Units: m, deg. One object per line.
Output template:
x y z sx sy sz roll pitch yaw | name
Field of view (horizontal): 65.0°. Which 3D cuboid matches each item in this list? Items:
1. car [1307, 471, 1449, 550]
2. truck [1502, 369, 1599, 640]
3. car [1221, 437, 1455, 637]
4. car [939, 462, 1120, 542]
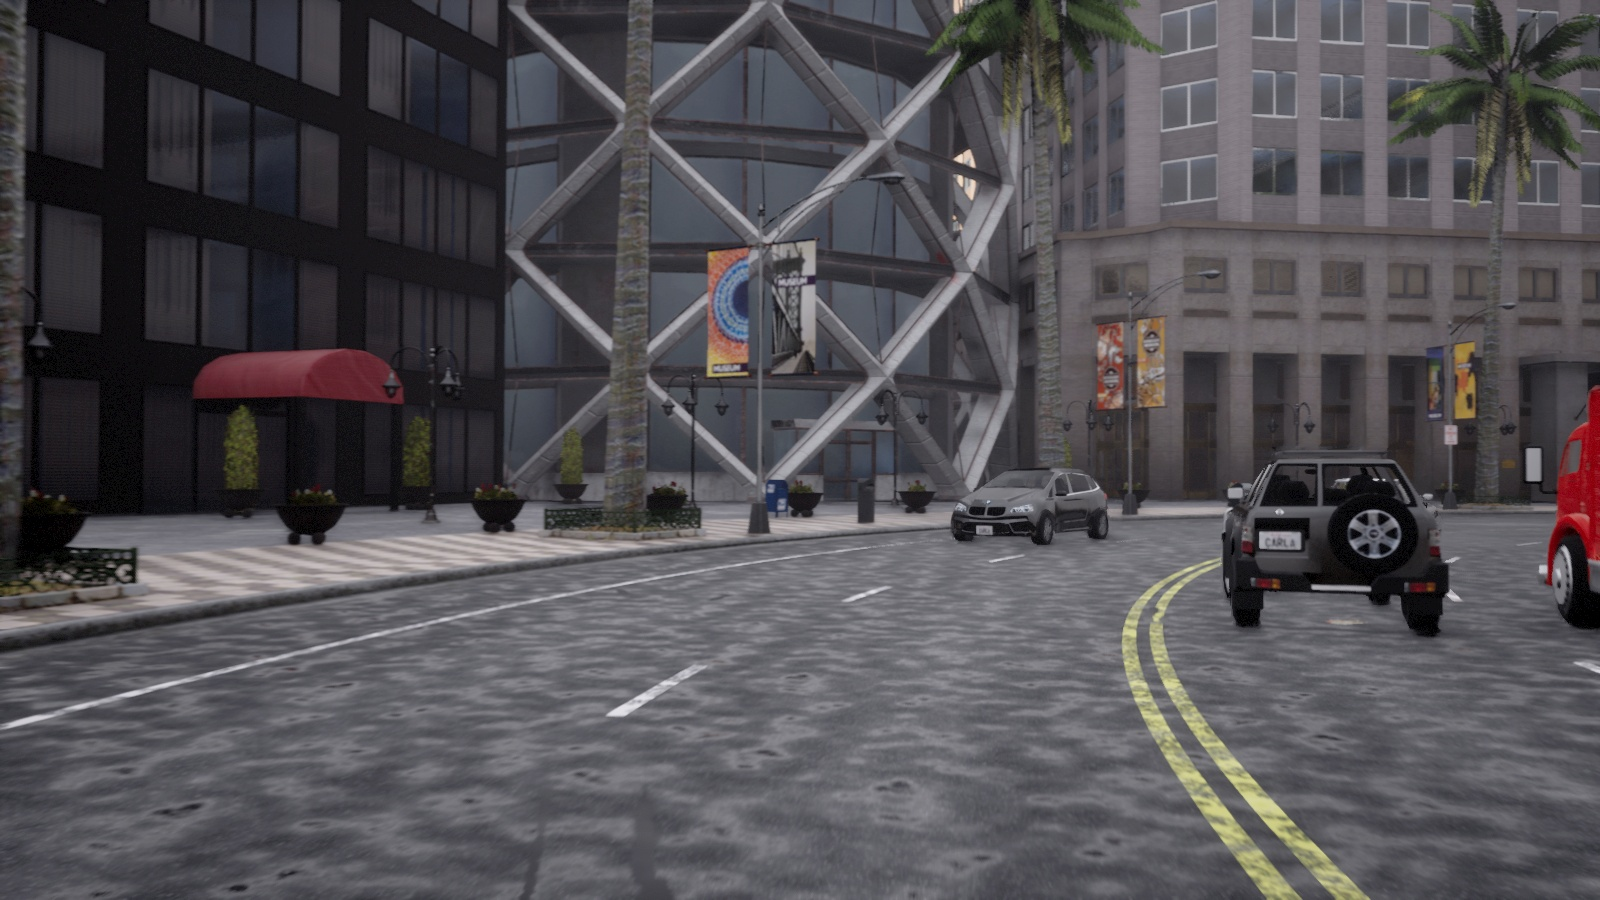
11.886 1.175 25.717 1.970 1.475 3.806 -1 -1 35 | car
8.684 0.496 11.595 2.627 2.467 5.204 -1 -1 15 | truck
5.813 0.850 14.107 1.932 1.855 4.605 -1 -1 17 | car
5.313 1.123 28.639 2.242 1.667 4.611 -1 -1 37 | car
